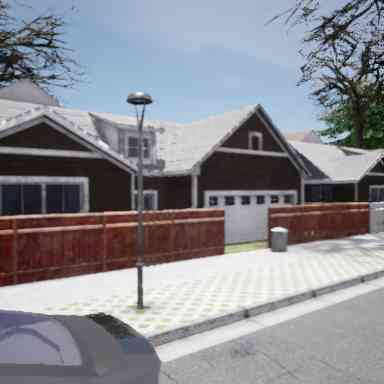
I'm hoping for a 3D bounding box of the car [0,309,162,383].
[{"bbox_3d":[-2.371,1.493,1.370,4.902,1.511,2.128,0,0,-35],"label":"car"}]
